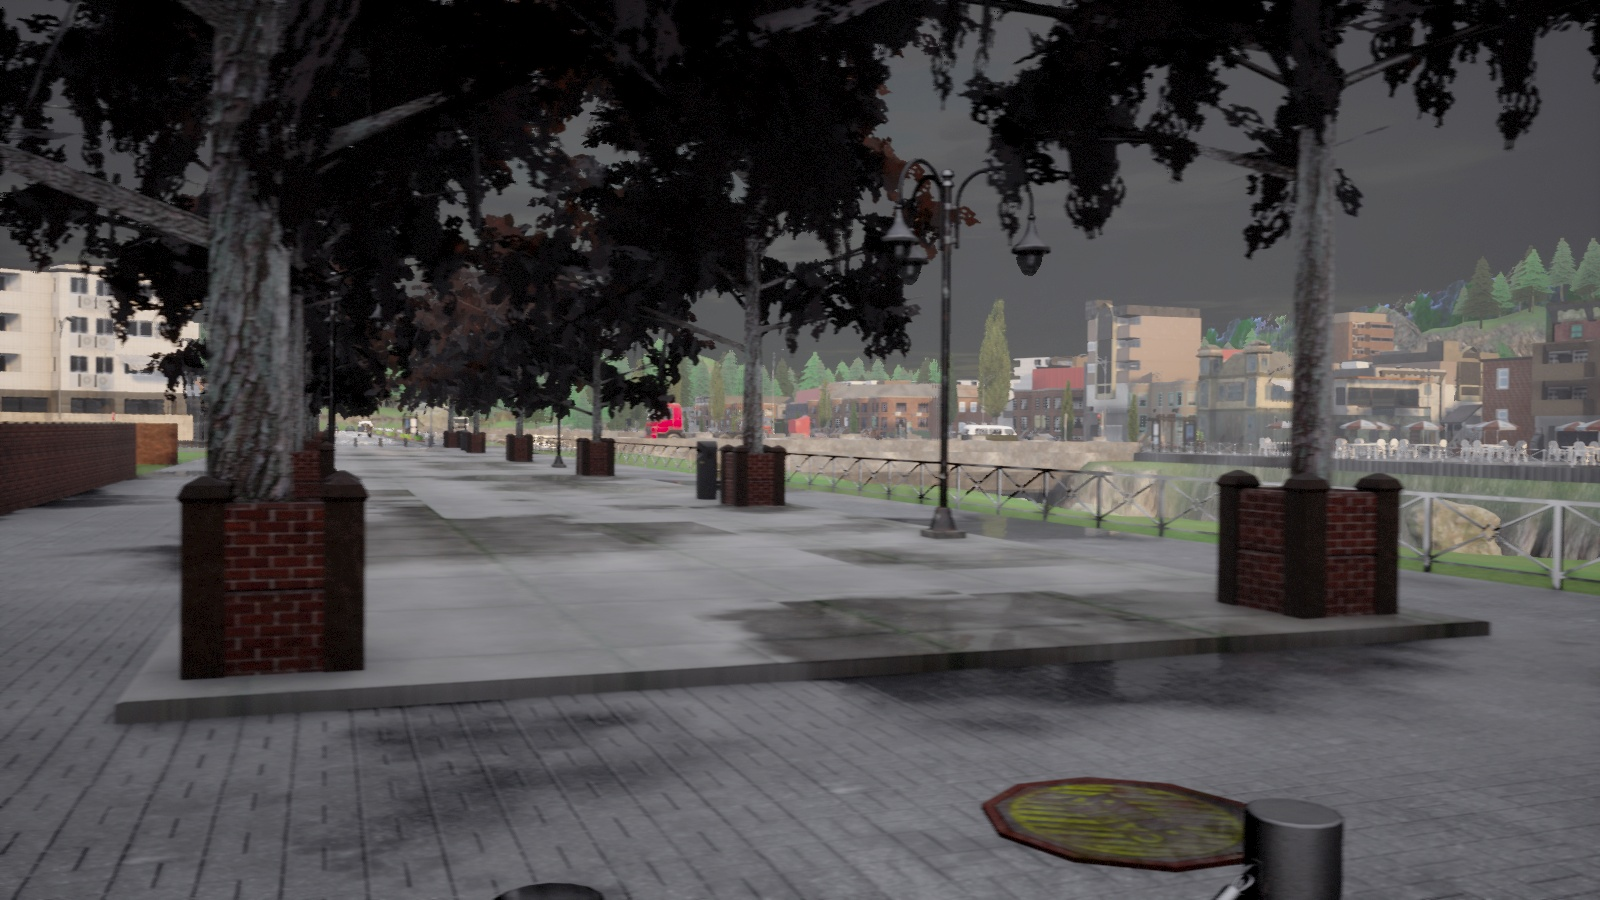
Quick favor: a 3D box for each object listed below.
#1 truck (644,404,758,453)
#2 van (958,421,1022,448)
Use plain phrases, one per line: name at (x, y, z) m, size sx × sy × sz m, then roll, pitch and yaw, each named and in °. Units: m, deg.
truck at (-7.367, -1.623, 93.339) m, size 7.936 × 3.462 × 2.891 m, roll -1°, pitch 1°, yaw -19°
van at (14.761, -1.225, 97.542) m, size 4.480 × 2.038 × 2.069 m, roll -1°, pitch 1°, yaw -20°
